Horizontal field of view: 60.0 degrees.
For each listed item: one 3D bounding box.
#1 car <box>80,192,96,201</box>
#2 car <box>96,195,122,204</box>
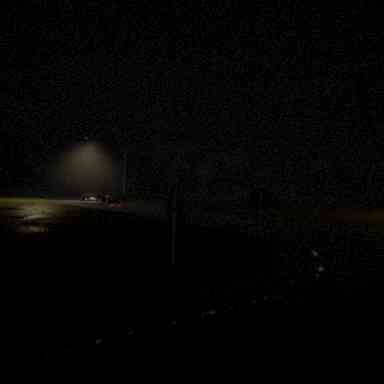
[{"bbox_3d":[-18.302,0.854,58.949,1.837,1.490,4.892,2,0,-35],"label":"car"},{"bbox_3d":[-12.542,1.143,50.813,1.895,1.301,4.718,2,0,-35],"label":"car"}]
